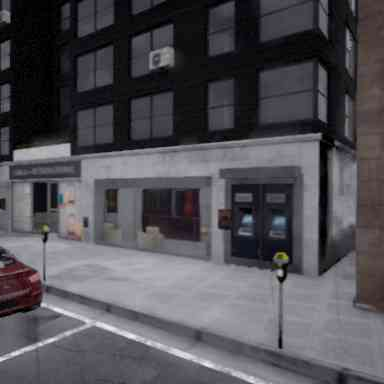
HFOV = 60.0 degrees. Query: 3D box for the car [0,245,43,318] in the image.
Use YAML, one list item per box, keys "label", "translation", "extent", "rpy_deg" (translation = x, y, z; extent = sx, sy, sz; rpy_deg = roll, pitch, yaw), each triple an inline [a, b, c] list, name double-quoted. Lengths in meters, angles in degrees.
- label: "car"
  translation: [-4.477, 1.555, 6.270]
  extent: [4.206, 1.307, 1.802]
  rpy_deg: [0, 0, 36]
